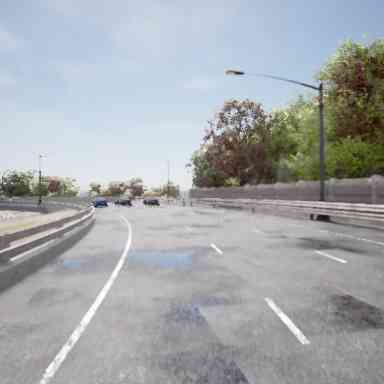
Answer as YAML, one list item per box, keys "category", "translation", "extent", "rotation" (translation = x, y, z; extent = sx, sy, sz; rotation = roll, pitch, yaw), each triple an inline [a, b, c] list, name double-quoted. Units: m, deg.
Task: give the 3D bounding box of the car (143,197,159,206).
- category: "car"
  translation: [-6.890, 1.596, 55.490]
  extent: [1.837, 1.490, 4.892]
  rotation: [-1, 0, -21]

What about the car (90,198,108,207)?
- category: "car"
  translation: [-15.444, 1.668, 54.935]
  extent: [1.882, 1.535, 5.008]
  rotation: [0, 0, -31]

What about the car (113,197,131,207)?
- category: "car"
  translation: [-11.576, 1.651, 55.298]
  extent: [1.837, 1.490, 4.892]
  rotation: [0, 0, -30]
